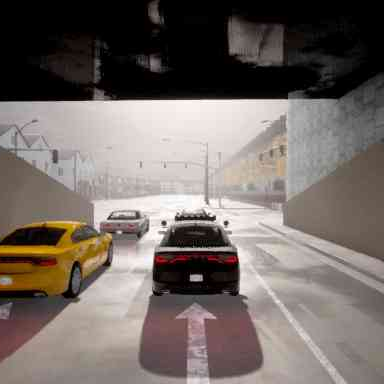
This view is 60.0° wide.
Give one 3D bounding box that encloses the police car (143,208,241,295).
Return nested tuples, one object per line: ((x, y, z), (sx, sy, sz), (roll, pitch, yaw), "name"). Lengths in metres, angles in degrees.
((0.087, 1.425, 8.890), (1.930, 1.638, 5.238), (0, 0, 0), "police car")

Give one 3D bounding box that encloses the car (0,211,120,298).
((-3.409, 1.478, 8.565), (1.882, 1.535, 5.008), (0, 0, 0), "car")

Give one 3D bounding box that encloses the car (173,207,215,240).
((0.094, 1.564, 17.852), (1.994, 1.385, 4.181), (0, 0, 0), "car")

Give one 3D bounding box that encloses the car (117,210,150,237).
((-3.404, 1.601, 17.808), (1.895, 1.301, 4.718), (0, 0, 0), "car")
